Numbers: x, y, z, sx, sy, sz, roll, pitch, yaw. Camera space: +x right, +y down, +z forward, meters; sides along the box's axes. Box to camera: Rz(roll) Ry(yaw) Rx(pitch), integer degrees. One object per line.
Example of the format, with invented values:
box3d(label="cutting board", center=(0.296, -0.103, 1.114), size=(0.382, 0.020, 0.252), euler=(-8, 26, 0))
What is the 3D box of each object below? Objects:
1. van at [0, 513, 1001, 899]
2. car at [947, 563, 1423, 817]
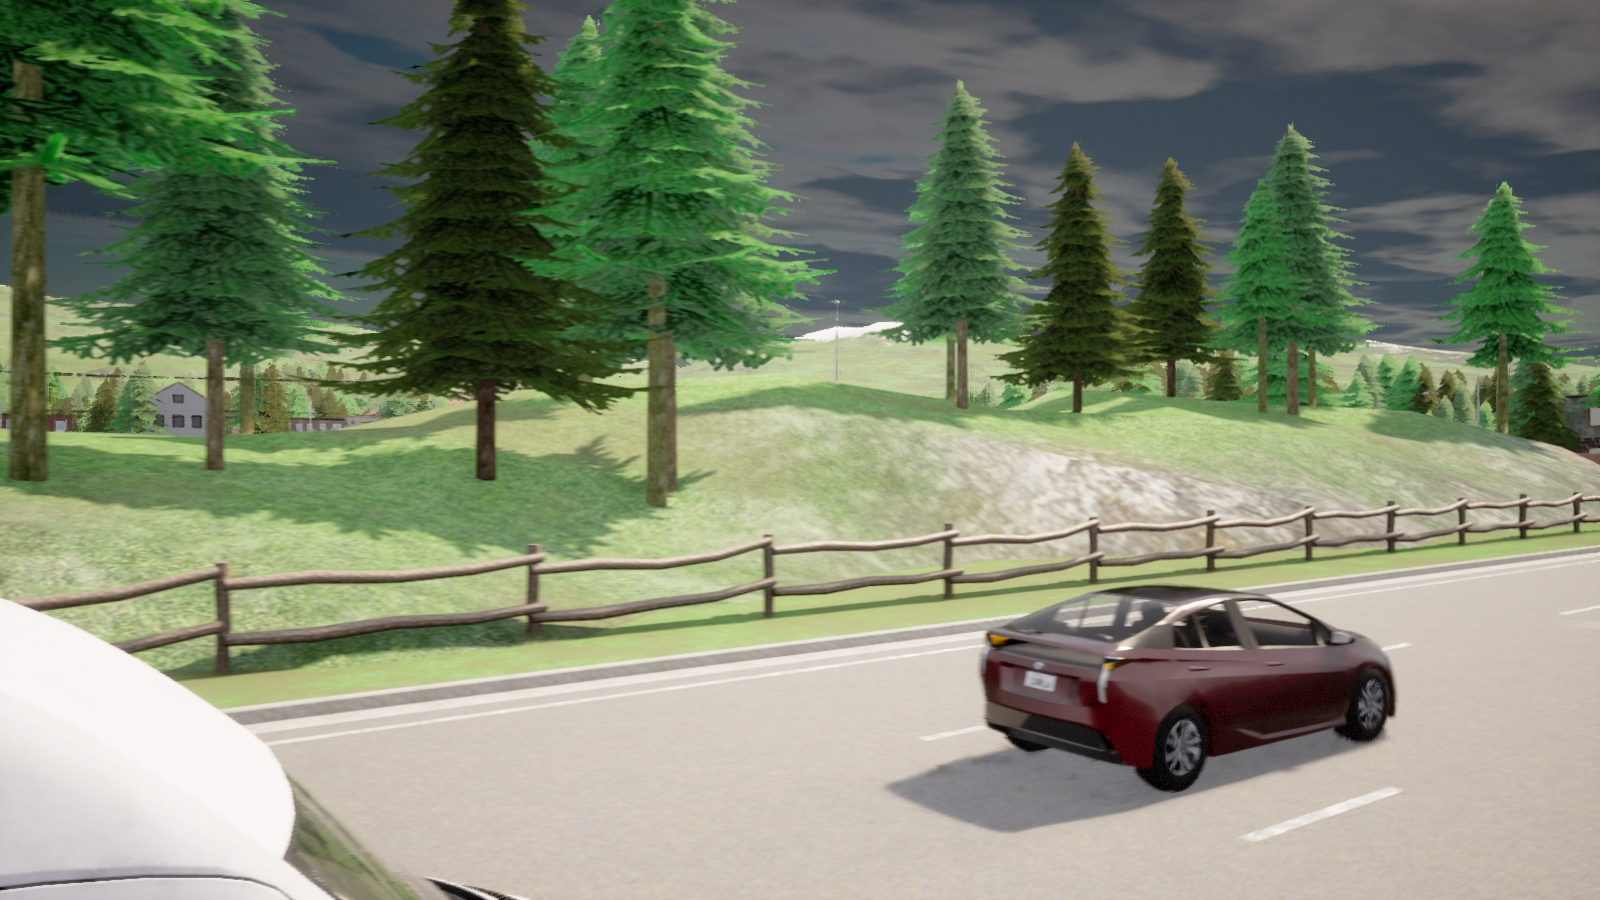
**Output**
box3d(label="van", center=(-2.469, 1.535, 2.036), size=(5.915, 2.561, 1.988), euler=(0, 0, -35))
box3d(label="car", center=(3.763, 2.044, 10.860), size=(4.514, 1.525, 2.007), euler=(0, 0, -35))
